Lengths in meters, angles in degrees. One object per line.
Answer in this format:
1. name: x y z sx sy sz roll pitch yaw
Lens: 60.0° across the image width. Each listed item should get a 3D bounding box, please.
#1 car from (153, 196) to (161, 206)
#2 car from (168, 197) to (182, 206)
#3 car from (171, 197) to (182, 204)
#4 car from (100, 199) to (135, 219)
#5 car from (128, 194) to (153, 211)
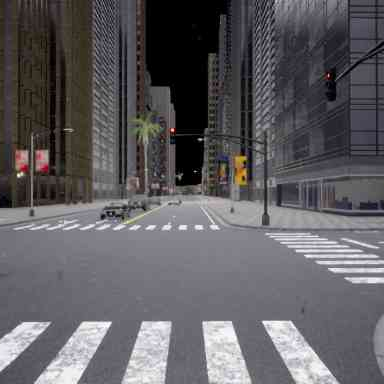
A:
1. car: -6.638 1.526 58.687 2.097 1.767 4.553 0 0 1
2. car: -3.244 1.781 59.890 1.895 1.301 4.718 0 0 0
3. car: -3.259 1.788 69.786 1.994 1.385 4.181 0 0 0
4. car: -6.643 1.627 29.219 1.994 1.385 4.181 0 0 0
5. car: -6.663 1.326 41.841 2.150 2.045 5.566 0 0 0
